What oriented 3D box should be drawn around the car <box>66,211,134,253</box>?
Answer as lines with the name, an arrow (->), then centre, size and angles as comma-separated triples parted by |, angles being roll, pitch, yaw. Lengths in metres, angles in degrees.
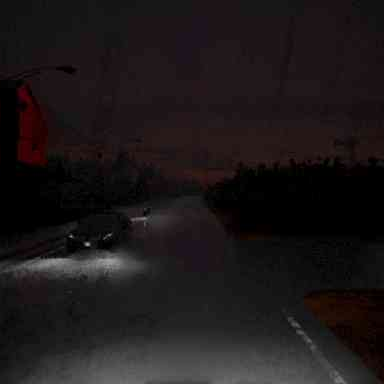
car -> -3.599, 1.531, 13.796 | 1.812, 1.442, 4.674 | 0, 0, 0

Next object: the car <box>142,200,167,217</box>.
car -> -3.517, 1.542, 31.871 | 1.812, 1.442, 4.674 | 0, 0, 0
